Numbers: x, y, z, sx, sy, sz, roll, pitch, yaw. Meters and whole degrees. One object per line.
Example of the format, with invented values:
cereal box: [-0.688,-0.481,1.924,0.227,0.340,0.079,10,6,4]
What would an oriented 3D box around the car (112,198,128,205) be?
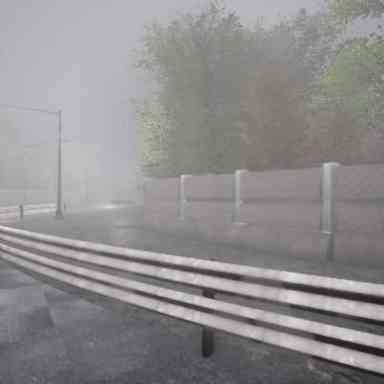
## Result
car: [-15.902,2.079,72.051,1.837,1.490,4.892,0,-1,4]

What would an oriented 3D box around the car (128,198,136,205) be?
car: [-15.244,2.347,81.928,1.837,1.490,4.892,0,-1,4]
